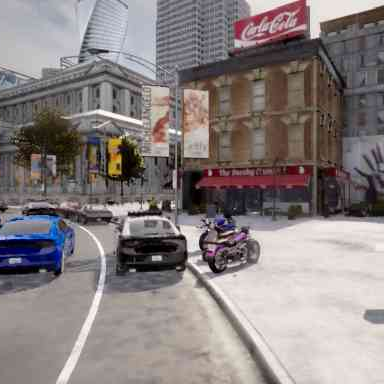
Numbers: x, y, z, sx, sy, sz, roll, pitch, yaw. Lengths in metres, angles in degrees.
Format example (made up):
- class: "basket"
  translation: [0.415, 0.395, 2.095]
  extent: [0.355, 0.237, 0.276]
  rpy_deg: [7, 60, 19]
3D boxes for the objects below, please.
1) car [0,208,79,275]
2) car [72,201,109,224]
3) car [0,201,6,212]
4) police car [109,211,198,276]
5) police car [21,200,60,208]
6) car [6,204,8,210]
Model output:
- class: "car"
  translation: [-4.789, 1.474, 10.281]
  extent: [1.882, 1.535, 5.008]
  rpy_deg: [0, 0, -14]
- class: "car"
  translation: [-7.348, 1.590, 24.614]
  extent: [1.895, 1.301, 4.718]
  rpy_deg: [0, 0, -28]
- class: "car"
  translation: [-10.342, 1.343, 15.570]
  extent: [2.097, 1.767, 4.553]
  rpy_deg: [0, 0, -22]
- class: "police car"
  translation: [-1.526, 1.424, 10.675]
  extent: [1.930, 1.638, 5.238]
  rpy_deg: [0, 0, -15]
- class: "police car"
  translation: [-11.598, 1.415, 24.932]
  extent: [1.930, 1.638, 5.238]
  rpy_deg: [0, 0, -32]
- class: "car"
  translation: [-22.586, 1.527, 37.297]
  extent: [5.357, 1.411, 2.033]
  rpy_deg: [0, 0, 39]
